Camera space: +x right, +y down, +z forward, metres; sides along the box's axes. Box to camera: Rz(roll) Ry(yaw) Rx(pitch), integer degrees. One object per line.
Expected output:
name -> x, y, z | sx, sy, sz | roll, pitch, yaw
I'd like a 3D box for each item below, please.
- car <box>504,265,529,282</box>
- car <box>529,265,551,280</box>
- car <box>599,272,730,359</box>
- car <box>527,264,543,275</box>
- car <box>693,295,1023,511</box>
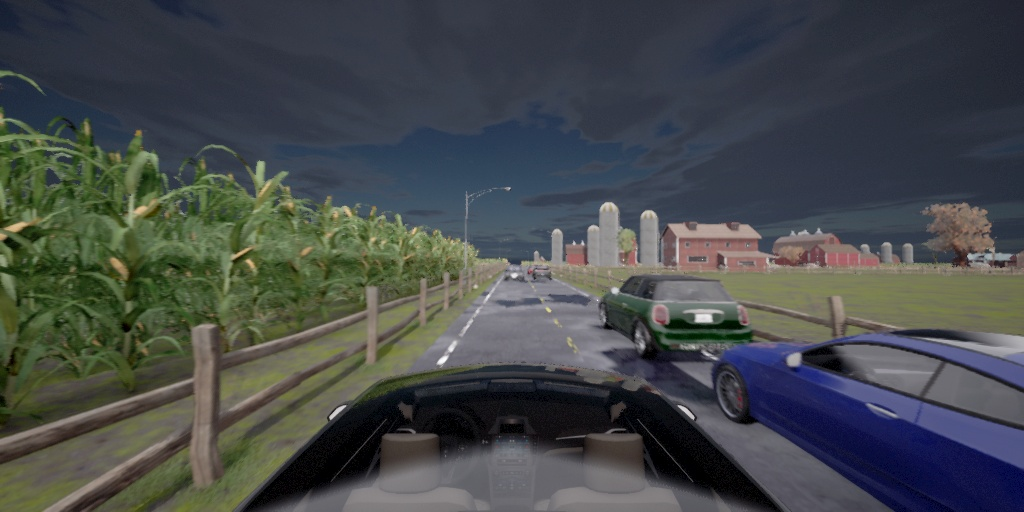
car -> 0.221, 1.593, 33.478 | 2.128, 1.511, 4.902 | 0, -1, 0
car -> 3.078, 1.671, 37.869 | 2.128, 1.511, 4.902 | 0, -1, 1
car -> 3.612, 1.201, 8.856 | 2.097, 1.767, 4.553 | 0, -1, 0
car -> 3.099, 1.891, 49.746 | 1.994, 1.385, 4.181 | 0, -1, 1
car -> 3.567, 1.315, 2.884 | 1.812, 1.442, 4.674 | 0, -1, 0
